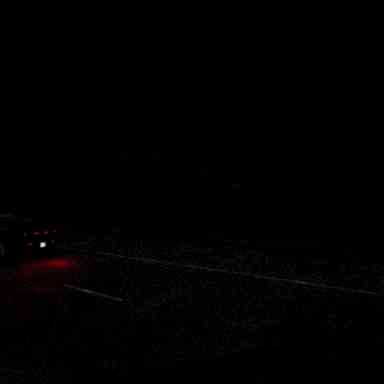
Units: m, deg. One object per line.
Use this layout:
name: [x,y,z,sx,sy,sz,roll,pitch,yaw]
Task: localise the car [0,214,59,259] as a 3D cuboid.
car: [-7.340,1.654,13.430,4.892,1.490,1.837,0,0,36]
